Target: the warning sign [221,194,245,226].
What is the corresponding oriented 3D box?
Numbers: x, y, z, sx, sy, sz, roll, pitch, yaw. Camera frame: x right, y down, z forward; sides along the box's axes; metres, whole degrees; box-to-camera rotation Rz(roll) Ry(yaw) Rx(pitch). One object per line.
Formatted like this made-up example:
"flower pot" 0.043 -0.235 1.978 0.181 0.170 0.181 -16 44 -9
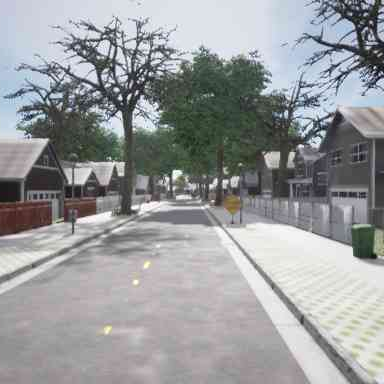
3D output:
"warning sign" 2.525 1.091 20.556 1.300 1.860 1.060 0 0 0
